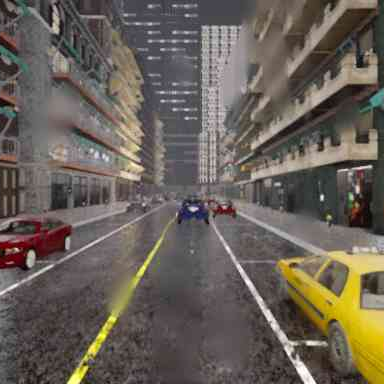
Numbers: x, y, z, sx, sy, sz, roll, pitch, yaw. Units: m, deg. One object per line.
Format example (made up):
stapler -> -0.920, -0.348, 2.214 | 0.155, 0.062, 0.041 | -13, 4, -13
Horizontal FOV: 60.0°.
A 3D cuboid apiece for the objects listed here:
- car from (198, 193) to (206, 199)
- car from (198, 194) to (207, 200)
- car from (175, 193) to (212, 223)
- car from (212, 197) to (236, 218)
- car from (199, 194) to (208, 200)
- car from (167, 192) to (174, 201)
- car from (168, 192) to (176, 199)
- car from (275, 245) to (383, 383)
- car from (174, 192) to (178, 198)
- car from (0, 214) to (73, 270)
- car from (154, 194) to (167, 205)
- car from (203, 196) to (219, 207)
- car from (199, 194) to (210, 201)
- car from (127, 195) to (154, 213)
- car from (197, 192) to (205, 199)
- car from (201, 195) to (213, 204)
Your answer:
car -> 2.481, 1.064, 84.725 | 1.887, 1.381, 4.507 | 0, 0, 0
car -> 2.487, 1.087, 79.035 | 1.887, 1.381, 4.507 | 0, 0, 0
car -> 0.076, 1.190, 23.867 | 2.097, 1.767, 4.553 | 0, 0, 0
car -> 2.543, 1.254, 27.829 | 1.967, 1.590, 4.097 | 0, 0, 0
car -> 2.493, 1.092, 73.517 | 1.752, 1.417, 4.829 | 0, 0, 0
car -> -5.381, 1.159, 67.642 | 1.947, 1.339, 4.313 | 0, 0, 0
car -> -5.405, 0.938, 90.400 | 1.967, 1.590, 4.097 | 0, 0, 0
car -> 2.567, 1.488, 5.242 | 1.752, 1.417, 4.829 | 0, 0, 0
car -> -2.827, 0.995, 73.601 | 1.882, 1.535, 5.008 | 0, 0, 0
car -> -5.320, 1.470, 10.744 | 1.887, 1.381, 4.507 | 0, 0, 0
car -> -5.362, 1.122, 50.572 | 1.967, 1.590, 4.097 | 0, 0, 0
car -> 2.524, 1.295, 44.899 | 1.802, 1.307, 4.206 | 0, 0, 0
car -> 2.499, 1.159, 67.657 | 1.947, 1.339, 4.313 | 0, 0, 0
car -> -5.343, 1.219, 33.502 | 1.967, 1.590, 4.097 | 0, 0, 0
car -> 2.475, 0.938, 90.414 | 1.967, 1.590, 4.097 | 0, 0, 0
car -> 2.511, 1.233, 56.277 | 1.802, 1.307, 4.206 | 0, 0, 0
